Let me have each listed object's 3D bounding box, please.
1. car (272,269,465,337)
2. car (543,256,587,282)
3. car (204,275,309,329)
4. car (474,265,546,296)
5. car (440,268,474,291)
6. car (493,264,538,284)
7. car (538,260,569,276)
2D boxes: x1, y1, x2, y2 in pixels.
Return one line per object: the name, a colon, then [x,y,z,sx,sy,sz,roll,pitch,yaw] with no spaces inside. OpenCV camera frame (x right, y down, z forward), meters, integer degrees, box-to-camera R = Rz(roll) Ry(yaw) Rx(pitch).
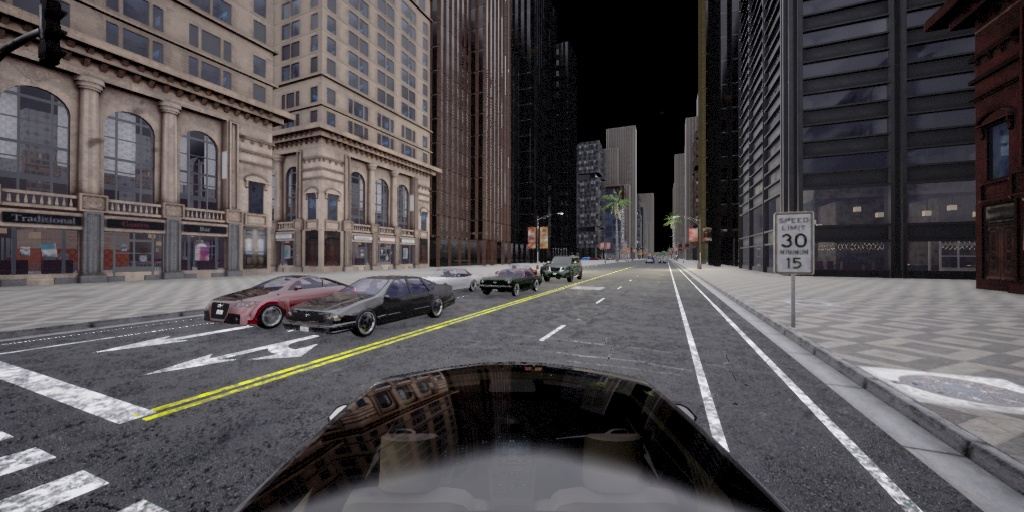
car: [-3.753,1.299,10.742,2.033,1.411,5.357,0,0,23]
car: [4.286,0.987,29.366,2.150,2.045,5.566,0,0,23]
car: [-7.007,1.316,11.394,1.994,1.385,4.181,0,0,24]
car: [0.045,1.358,19.546,1.895,1.301,4.718,0,0,24]
car: [-3.541,1.357,19.441,1.895,1.301,4.718,0,0,23]
car: [0.406,1.365,28.587,1.895,1.301,4.718,0,0,24]
car: [4.484,1.252,37.943,1.882,1.535,5.008,0,0,24]
